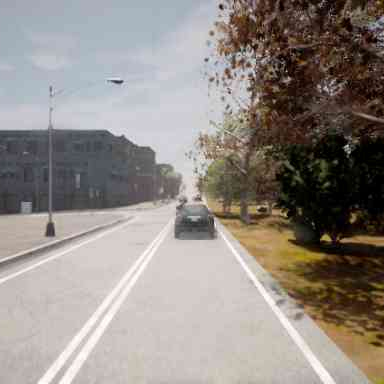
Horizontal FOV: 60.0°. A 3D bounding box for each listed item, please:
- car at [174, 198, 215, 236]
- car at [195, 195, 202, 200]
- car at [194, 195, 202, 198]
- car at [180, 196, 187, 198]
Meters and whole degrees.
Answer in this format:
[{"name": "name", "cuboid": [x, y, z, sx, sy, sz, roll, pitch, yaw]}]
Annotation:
[{"name": "car", "cuboid": [0.138, 1.431, 18.938, 2.097, 1.767, 4.553, 0, 0, 0]}, {"name": "car", "cuboid": [1.820, 1.487, 94.007, 1.812, 1.442, 4.674, 0, 0, 2]}, {"name": "car", "cuboid": [1.502, 1.633, 83.588, 1.837, 1.490, 4.892, 0, 0, 2]}, {"name": "car", "cuboid": [-1.991, 1.654, 76.008, 1.837, 1.490, 4.892, 0, 0, 2]}]
